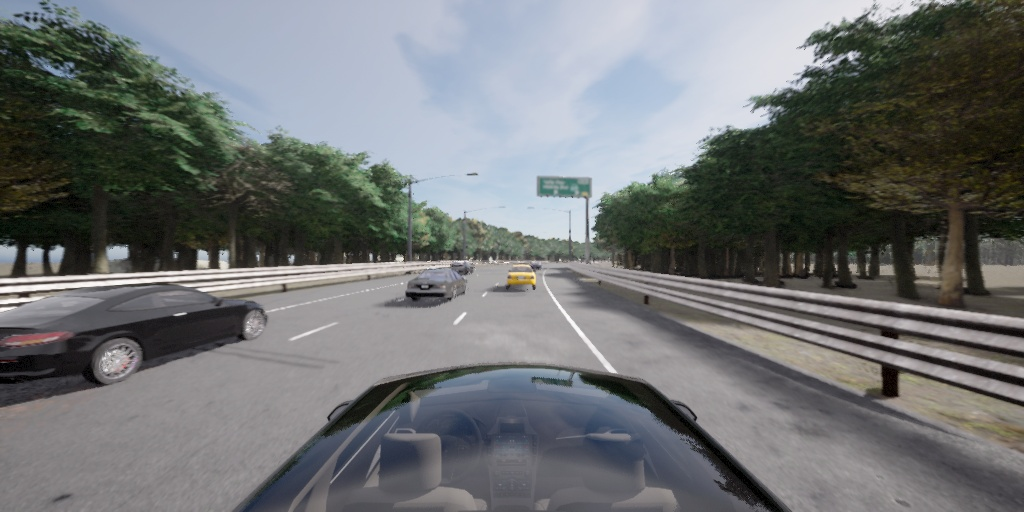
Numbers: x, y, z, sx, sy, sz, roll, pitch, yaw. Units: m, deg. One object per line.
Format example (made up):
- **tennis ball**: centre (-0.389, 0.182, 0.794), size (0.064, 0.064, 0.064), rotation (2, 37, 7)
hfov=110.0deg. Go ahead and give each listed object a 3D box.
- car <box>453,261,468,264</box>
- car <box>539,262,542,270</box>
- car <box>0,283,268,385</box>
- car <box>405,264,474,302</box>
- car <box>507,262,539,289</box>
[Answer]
- **car**: centre (-5.369, 1.307, 38.742), size (2.128, 1.511, 4.902), rotation (0, 0, 5)
- **car**: centre (3.812, 1.585, 57.437), size (1.895, 1.301, 4.718), rotation (0, 0, 8)
- **car**: centre (-6.927, 1.241, 6.824), size (1.812, 1.442, 4.674), rotation (0, 0, 1)
- **car**: centre (-3.380, 1.304, 17.043), size (2.033, 1.411, 5.357), rotation (0, 0, 3)
- **car**: centre (0.650, 1.247, 23.571), size (1.801, 1.575, 5.366), rotation (0, 0, 3)
